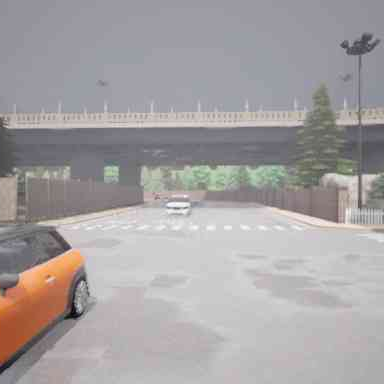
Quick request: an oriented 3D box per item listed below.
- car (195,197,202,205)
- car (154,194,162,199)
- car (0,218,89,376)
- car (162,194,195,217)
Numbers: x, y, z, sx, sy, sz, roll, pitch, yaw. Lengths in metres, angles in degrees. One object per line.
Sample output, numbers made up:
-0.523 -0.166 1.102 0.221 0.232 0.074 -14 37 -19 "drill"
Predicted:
0.748 1.545 56.336 1.812 1.442 4.674 0 1 2 "car"
-7.181 1.125 79.980 2.097 1.767 4.553 0 0 -41 "car"
-3.075 1.330 4.340 2.097 1.767 4.553 0 0 3 "car"
-1.192 1.313 31.801 2.150 2.045 5.566 0 1 3 "car"
